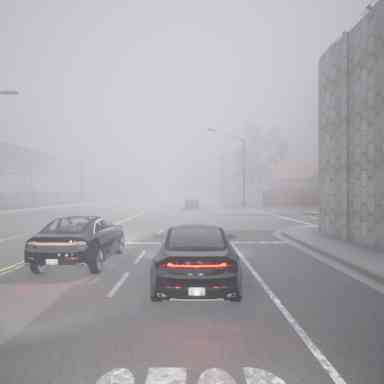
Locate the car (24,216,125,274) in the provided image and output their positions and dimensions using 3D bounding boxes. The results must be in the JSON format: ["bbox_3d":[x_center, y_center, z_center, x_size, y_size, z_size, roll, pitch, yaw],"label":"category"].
[{"bbox_3d":[-3.428,1.491,10.546,2.128,1.511,4.902,0,0,0],"label":"car"}]

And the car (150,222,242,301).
[{"bbox_3d":[0.079,1.505,8.277,1.837,1.490,4.892,0,0,0],"label":"car"}]

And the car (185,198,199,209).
[{"bbox_3d":[-0.016,1.490,44.228,2.128,1.511,4.902,0,0,0],"label":"car"}]
